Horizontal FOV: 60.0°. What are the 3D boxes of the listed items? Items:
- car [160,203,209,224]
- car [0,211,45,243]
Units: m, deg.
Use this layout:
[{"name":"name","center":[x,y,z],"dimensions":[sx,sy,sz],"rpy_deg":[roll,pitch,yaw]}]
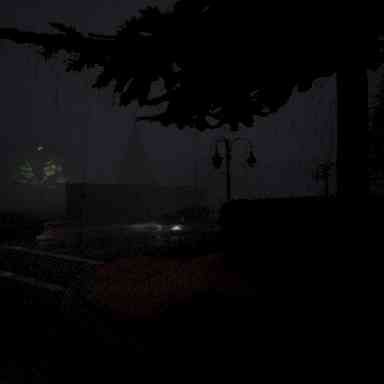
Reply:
[{"name":"car","center":[-0.546,1.654,27.129],"dimensions":[1.882,1.535,5.008],"rpy_deg":[-1,0,36]},{"name":"car","center":[-9.363,1.670,15.319],"dimensions":[2.128,1.511,4.902],"rpy_deg":[-1,0,40]}]
